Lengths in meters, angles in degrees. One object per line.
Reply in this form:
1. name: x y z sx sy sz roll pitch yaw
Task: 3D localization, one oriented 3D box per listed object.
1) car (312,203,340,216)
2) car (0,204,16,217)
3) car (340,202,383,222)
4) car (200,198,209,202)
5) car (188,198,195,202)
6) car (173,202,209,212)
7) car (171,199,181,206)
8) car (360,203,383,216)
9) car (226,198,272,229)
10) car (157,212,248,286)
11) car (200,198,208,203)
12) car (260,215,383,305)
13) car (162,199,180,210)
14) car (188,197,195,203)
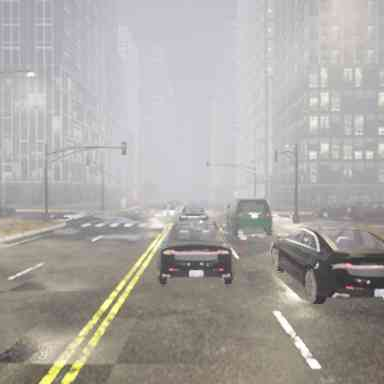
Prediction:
1. car: 15.221 1.923 34.975 4.892 1.490 1.837 1 0 2
2. car: -19.427 1.702 32.282 4.181 1.385 1.994 1 0 1
3. car: 16.170 1.783 29.144 5.009 1.841 2.192 0 0 1
4. car: 3.165 2.209 80.703 1.994 1.385 4.181 0 0 0
5. car: -0.084 2.182 79.916 2.033 1.411 5.357 0 0 0
6. car: 0.077 1.678 21.762 2.128 1.511 4.902 0 0 0
7. car: -3.324 2.125 69.685 1.994 1.385 4.181 0 0 0
8. car: 21.770 1.982 37.435 4.829 1.417 1.752 0 0 1
9. car: 3.366 1.394 20.141 2.150 2.045 5.566 0 -1 1
10. car: 0.089 1.577 9.674 2.128 1.511 4.902 0 0 0
11. car: 3.155 2.324 90.365 1.895 1.301 4.718 0 0 0
12. car: 3.341 1.565 8.238 2.128 1.511 4.902 0 0 0
13. car: -3.395 1.914 50.449 2.128 1.511 4.902 0 0 0
14. car: -0.095 2.156 90.364 1.895 1.301 4.718 0 0 0
